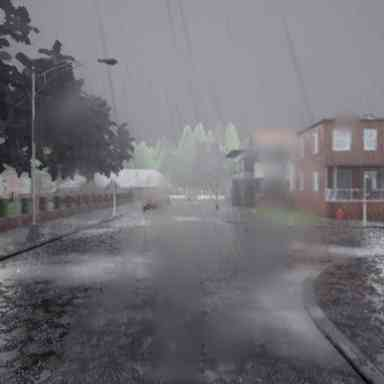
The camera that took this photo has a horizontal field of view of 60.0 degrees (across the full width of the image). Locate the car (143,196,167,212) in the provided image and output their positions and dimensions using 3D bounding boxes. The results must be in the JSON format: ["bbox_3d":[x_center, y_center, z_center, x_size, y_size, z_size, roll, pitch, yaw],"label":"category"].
[{"bbox_3d":[-4.074,1.371,35.814,1.895,1.301,4.718,0,0,0],"label":"car"}]

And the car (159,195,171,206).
[{"bbox_3d":[-4.044,1.174,47.442,1.882,1.535,5.008,0,1,1],"label":"car"}]
